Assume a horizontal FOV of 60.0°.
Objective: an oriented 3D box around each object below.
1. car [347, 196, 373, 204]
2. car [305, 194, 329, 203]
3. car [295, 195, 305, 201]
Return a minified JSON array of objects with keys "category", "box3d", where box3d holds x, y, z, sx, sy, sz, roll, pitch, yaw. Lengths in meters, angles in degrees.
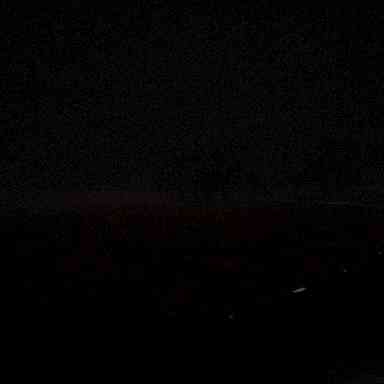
[{"category":"car","box3d":[26.390,1.206,52.595,1.895,1.301,4.718,0,0,0]},{"category":"car","box3d":[22.876,1.131,60.234,1.837,1.490,4.892,1,0,-6]},{"category":"car","box3d":[23.880,1.292,70.658,1.895,1.301,4.718,0,0,-14]}]
